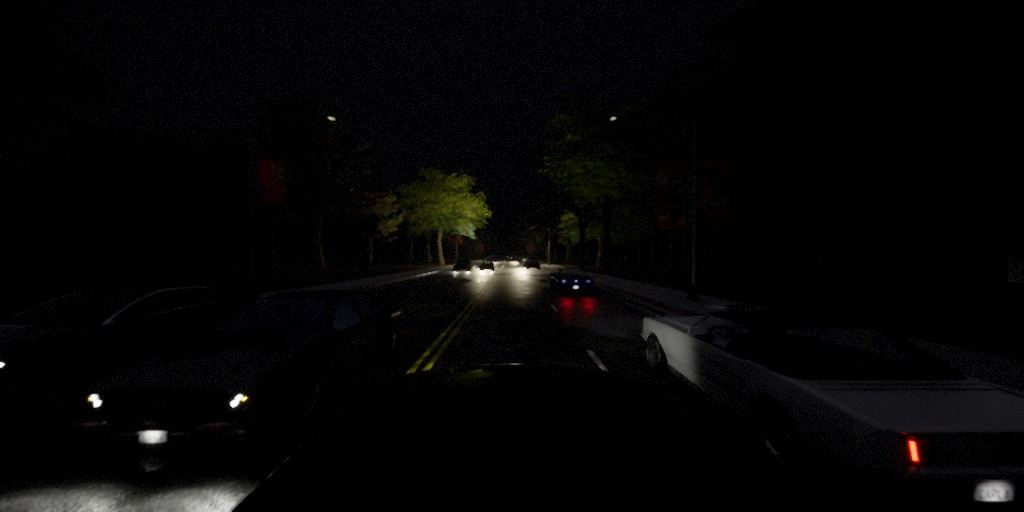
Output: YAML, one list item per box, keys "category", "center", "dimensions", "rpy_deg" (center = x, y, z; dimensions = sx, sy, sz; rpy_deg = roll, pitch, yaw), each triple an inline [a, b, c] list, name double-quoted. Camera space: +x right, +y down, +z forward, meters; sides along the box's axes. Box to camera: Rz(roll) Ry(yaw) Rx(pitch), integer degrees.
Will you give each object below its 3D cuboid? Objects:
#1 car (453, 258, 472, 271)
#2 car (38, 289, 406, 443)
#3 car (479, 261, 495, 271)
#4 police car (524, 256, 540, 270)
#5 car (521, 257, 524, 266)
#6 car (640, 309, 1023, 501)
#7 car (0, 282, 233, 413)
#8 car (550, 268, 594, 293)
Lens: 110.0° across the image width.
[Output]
- category: "car"
  center: [-6.598, 1.127, 48.341]
  dimensions: [2.097, 1.767, 4.553]
  rpy_deg: [0, 0, 0]
- category: "car"
  center: [-3.350, 1.298, 6.002]
  dimensions: [2.033, 1.411, 5.357]
  rpy_deg: [0, 0, 0]
- category: "car"
  center: [-3.346, 1.339, 48.826]
  dimensions: [1.994, 1.385, 4.181]
  rpy_deg: [0, 0, 0]
- category: "police car"
  center: [3.207, 1.205, 54.412]
  dimensions: [1.930, 1.638, 5.238]
  rpy_deg: [0, 0, 0]
- category: "car"
  center: [3.149, 1.311, 65.313]
  dimensions: [1.812, 1.442, 4.674]
  rpy_deg: [0, 0, 0]
- category: "car"
  center: [3.351, 1.351, 4.711]
  dimensions: [1.895, 1.301, 4.718]
  rpy_deg: [0, 0, 0]
- category: "car"
  center: [-6.599, 1.242, 6.127]
  dimensions: [2.128, 1.511, 4.902]
  rpy_deg: [0, 0, 0]
- category: "car"
  center: [3.353, 1.356, 20.982]
  dimensions: [1.895, 1.301, 4.718]
  rpy_deg: [0, 0, 0]
